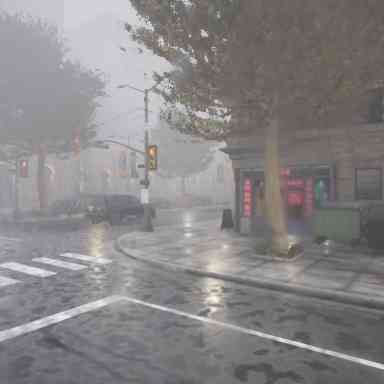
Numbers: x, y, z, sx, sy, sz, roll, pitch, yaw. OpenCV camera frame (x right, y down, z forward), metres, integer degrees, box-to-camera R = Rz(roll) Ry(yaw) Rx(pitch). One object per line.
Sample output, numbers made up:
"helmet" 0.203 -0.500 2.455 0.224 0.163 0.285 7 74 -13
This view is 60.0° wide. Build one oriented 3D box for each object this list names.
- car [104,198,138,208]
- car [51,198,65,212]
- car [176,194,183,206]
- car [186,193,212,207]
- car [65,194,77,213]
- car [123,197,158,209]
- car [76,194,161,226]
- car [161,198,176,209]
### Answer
"car" -10.186 1.595 47.892 1.895 1.301 4.718 0 0 36
"car" -13.261 1.221 38.247 2.150 2.045 5.566 0 0 36
"car" -0.919 1.221 55.329 2.150 2.045 5.566 0 0 36
"car" 1.266 1.352 52.373 2.097 1.767 4.553 0 0 36
"car" -10.422 1.221 36.201 2.150 2.045 5.566 0 0 36
"car" -7.165 1.491 46.690 2.128 1.511 4.902 0 0 36
"car" -4.984 1.221 23.600 2.150 2.045 5.566 0 0 35
"car" -4.677 1.526 44.158 1.812 1.442 4.674 0 0 36
